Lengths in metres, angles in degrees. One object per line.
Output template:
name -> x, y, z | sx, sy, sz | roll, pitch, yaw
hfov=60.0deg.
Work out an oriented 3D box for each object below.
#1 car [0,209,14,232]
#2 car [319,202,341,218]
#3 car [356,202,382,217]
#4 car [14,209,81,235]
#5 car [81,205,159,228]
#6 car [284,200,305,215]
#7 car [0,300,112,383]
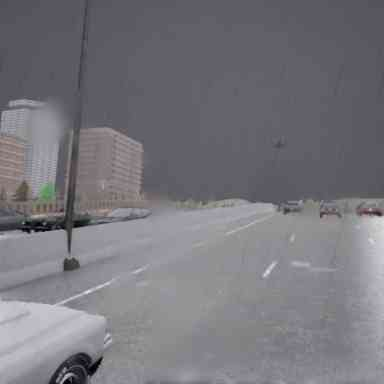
car -> -11.148, 1.663, 18.844 | 1.994, 1.385, 4.181 | 0, 0, 22
car -> 13.155, 1.635, 31.704 | 2.033, 1.411, 5.357 | 0, -1, 22
car -> 17.477, 1.675, 33.048 | 1.994, 1.385, 4.181 | 0, -1, 22
car -> -7.304, 1.691, 19.014 | 1.895, 1.301, 4.718 | 0, 0, 22
car -> -3.644, 1.557, 18.725 | 1.882, 1.535, 5.008 | 0, 0, 22
car -> 10.973, 1.629, 35.637 | 2.128, 1.511, 4.902 | 0, -1, 22
car -> -2.589, 1.617, 2.150 | 1.895, 1.301, 4.718 | 0, 0, 22
